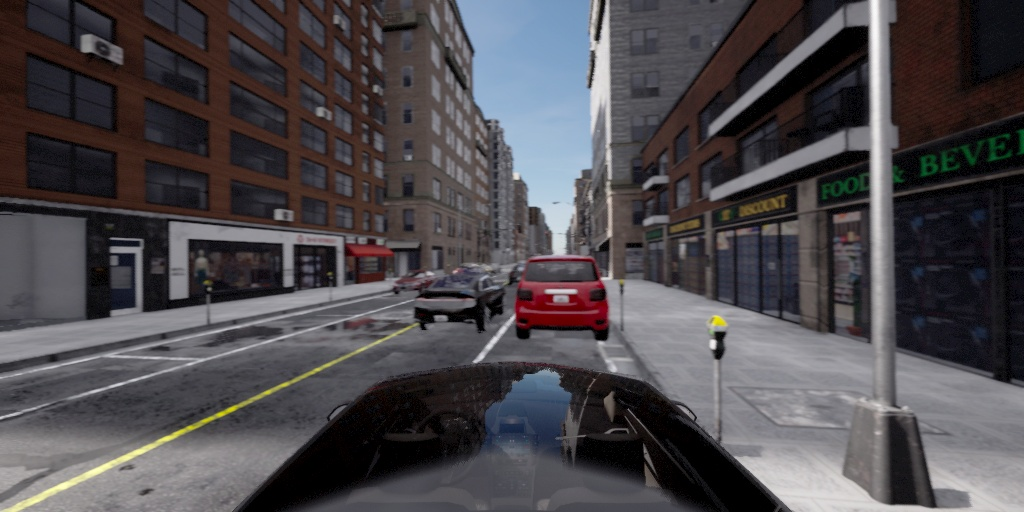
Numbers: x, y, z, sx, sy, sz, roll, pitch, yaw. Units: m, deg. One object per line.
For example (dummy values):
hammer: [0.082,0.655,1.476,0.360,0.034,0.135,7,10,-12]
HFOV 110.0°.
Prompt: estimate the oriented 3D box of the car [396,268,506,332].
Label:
car: [-1.368,1.295,11.065,2.128,1.511,4.902,-1,0,8]

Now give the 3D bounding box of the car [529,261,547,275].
car: [3.126,1.411,42.945,1.812,1.442,4.674,-1,0,8]

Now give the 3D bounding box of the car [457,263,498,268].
car: [-2.605,1.416,23.151,2.033,1.411,5.357,-1,0,8]

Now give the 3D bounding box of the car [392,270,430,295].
car: [-5.459,1.475,21.085,1.802,1.307,4.207,0,0,8]

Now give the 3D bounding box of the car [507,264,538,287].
car: [0.872,1.369,26.628,1.812,1.442,4.674,-1,0,8]

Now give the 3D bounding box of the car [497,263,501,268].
car: [-2.313,1.498,42.933,2.007,1.370,4.403,0,0,8]

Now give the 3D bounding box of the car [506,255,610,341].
car: [1.407,0.997,10.140,2.150,2.045,5.566,-1,0,8]
